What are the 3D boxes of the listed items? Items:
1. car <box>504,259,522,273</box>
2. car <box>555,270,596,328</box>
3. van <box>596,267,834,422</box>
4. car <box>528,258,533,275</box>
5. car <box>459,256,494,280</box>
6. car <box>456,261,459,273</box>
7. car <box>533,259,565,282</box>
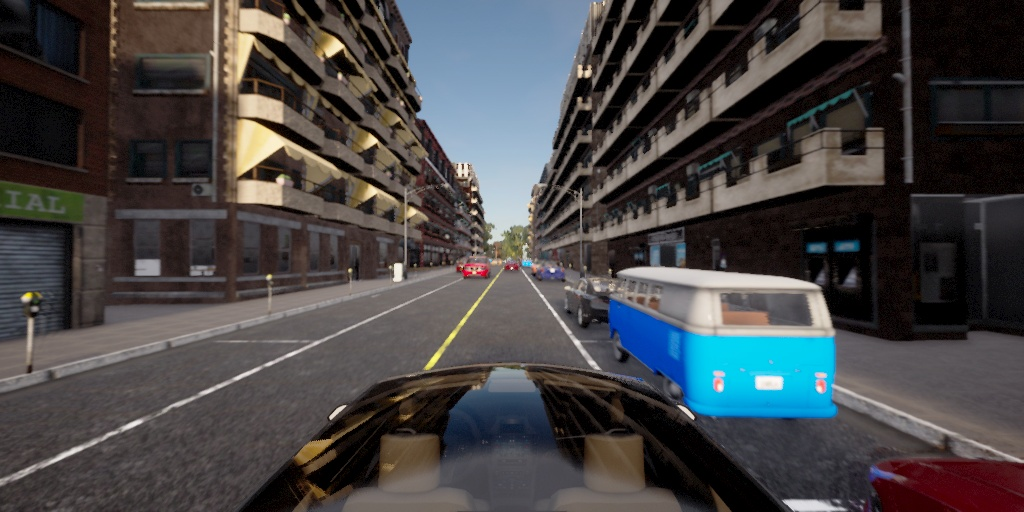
[{"bbox_3d":[-0.002,1.331,46.386,1.812,1.442,4.674,0,0,1],"label":"car"},{"bbox_3d":[2.690,1.317,11.184,2.007,1.370,4.403,0,0,0],"label":"car"},{"bbox_3d":[2.691,1.098,5.613,1.690,1.789,3.998,0,0,0],"label":"van"},{"bbox_3d":[3.108,1.162,36.612,2.097,1.767,4.553,0,0,0],"label":"car"},{"bbox_3d":[-3.103,1.023,32.345,2.150,2.045,5.566,0,0,0],"label":"car"},{"bbox_3d":[-5.696,1.137,44.650,2.192,1.841,5.009,0,0,0],"label":"car"},{"bbox_3d":[3.109,1.150,29.611,2.097,1.767,4.553,0,0,0],"label":"car"}]
